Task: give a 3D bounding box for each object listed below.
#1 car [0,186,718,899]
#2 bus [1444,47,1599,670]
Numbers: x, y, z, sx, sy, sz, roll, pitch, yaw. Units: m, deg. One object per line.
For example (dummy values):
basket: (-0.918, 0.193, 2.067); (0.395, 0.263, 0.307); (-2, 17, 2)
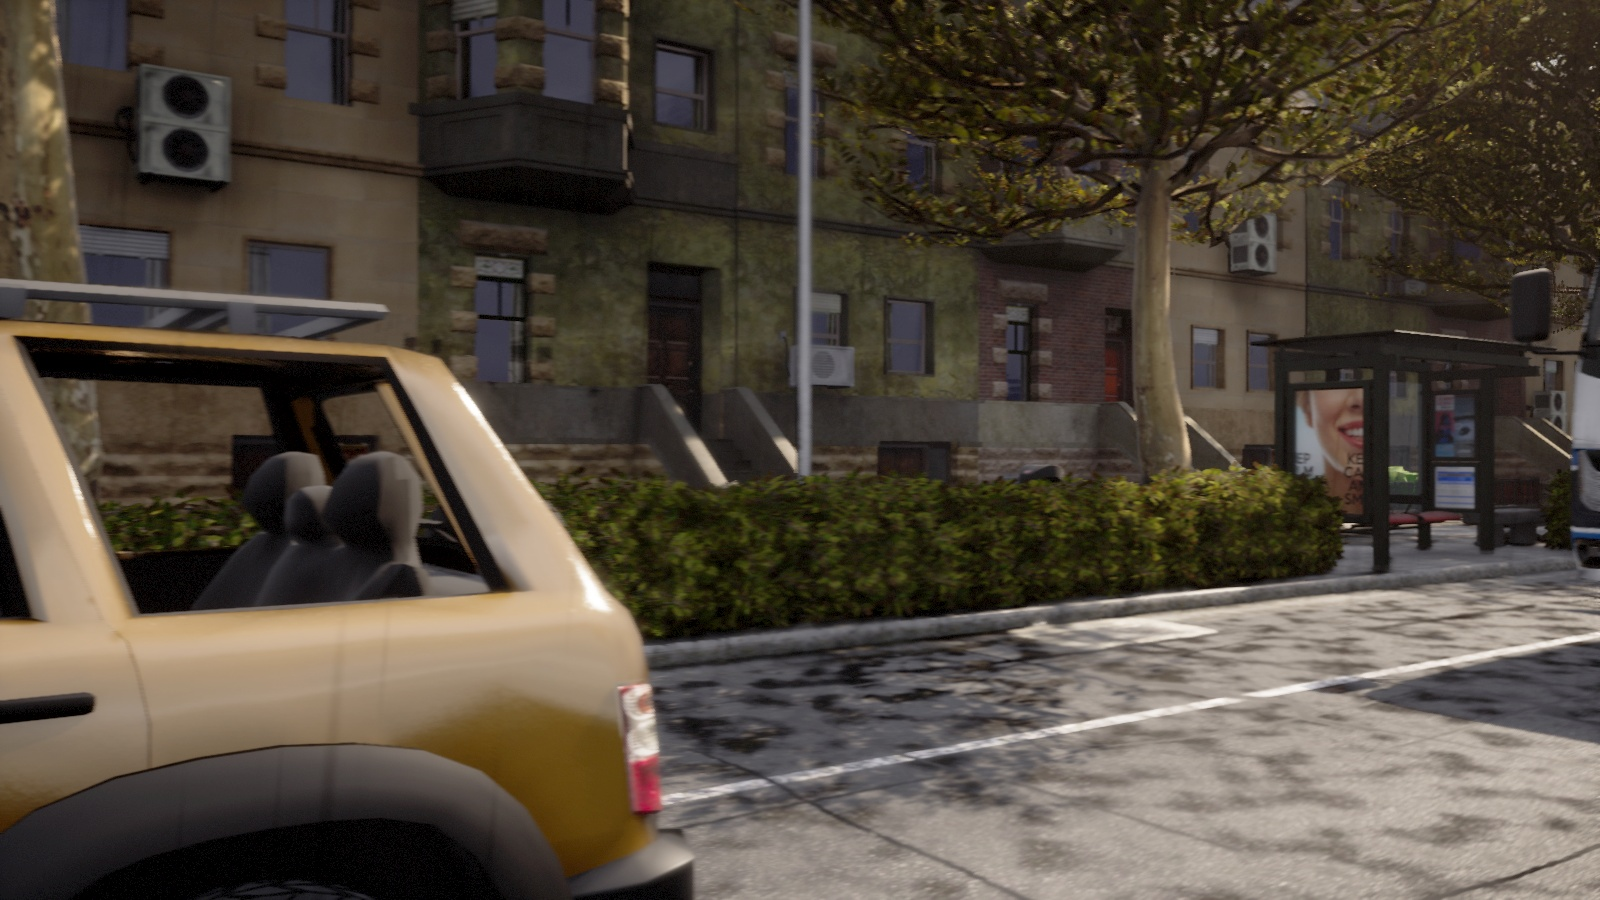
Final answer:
car: (-2.597, 0.571, 1.852); (4.605, 1.855, 1.932); (0, 0, -35)
bus: (10.195, -0.627, 10.753); (10.273, 4.253, 3.944); (0, 0, -35)
